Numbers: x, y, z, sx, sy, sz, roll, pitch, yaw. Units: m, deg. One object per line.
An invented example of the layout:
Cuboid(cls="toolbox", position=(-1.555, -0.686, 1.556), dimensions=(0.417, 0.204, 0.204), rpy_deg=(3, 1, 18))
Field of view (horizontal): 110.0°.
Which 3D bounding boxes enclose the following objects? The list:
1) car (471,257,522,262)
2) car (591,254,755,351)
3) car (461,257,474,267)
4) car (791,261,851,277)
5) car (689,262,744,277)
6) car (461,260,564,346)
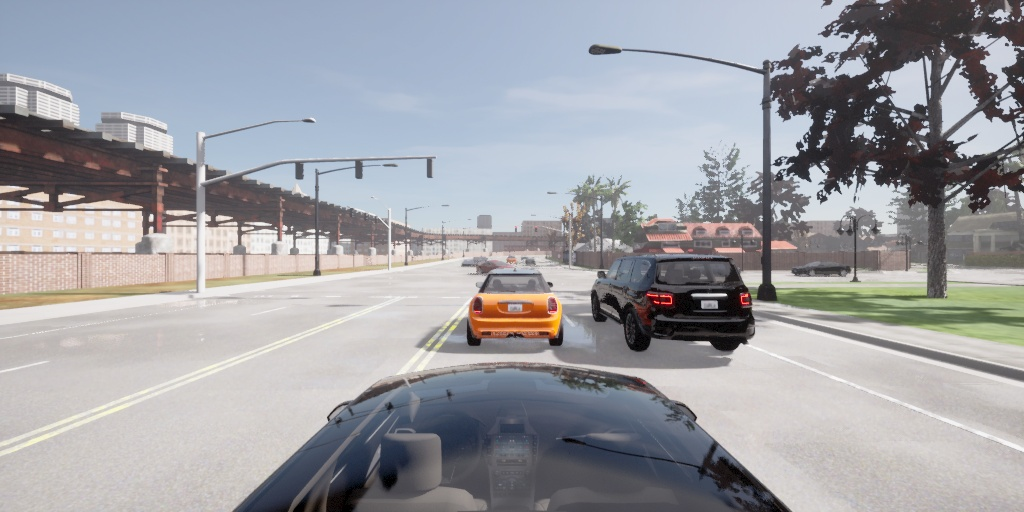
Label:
Cuboid(cls="car", position=(-1.652, 1.211, 36.566), dimensions=(1.882, 1.535, 5.008), rpy_deg=(-1, 1, -42))
Cuboid(cls="car", position=(3.572, 0.971, 9.146), dimensions=(2.150, 2.045, 5.566), rpy_deg=(0, 0, 0))
Cuboid(cls="car", position=(-7.148, 1.150, 58.531), dimensions=(2.033, 1.411, 5.357), rpy_deg=(0, 1, 0))
Cuboid(cls="car", position=(30.300, 1.228, 35.244), dimensions=(5.008, 1.535, 1.882), rpy_deg=(0, 0, -1))
Cuboid(cls="car", position=(19.856, 1.315, 34.967), dimensions=(4.181, 1.385, 1.994), rpy_deg=(0, 0, -2))
Cuboid(cls="car", position=(0.071, 1.102, 9.603), dimensions=(2.097, 1.767, 4.553), rpy_deg=(0, 0, 0))
